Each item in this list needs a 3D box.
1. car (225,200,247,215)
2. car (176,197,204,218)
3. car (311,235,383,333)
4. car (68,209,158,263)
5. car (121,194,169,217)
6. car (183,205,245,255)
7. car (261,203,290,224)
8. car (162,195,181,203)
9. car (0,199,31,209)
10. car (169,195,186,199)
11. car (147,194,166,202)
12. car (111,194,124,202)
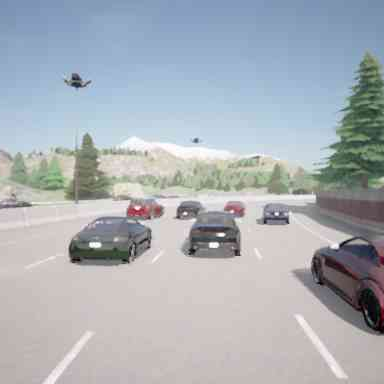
[{"bbox_3d":[3.988,1.498,30.694,1.812,1.442,4.674,0,0,13],"label":"car"},{"bbox_3d":[-0.023,1.469,28.894,1.837,1.490,4.892,0,0,12],"label":"car"},{"bbox_3d":[3.922,1.566,6.761,1.994,1.385,4.181,0,0,3],"label":"car"},{"bbox_3d":[-2.697,1.542,11.903,1.994,1.385,4.181,0,0,5],"label":"car"},{"bbox_3d":[-3.810,1.307,27.840,2.097,1.767,4.553,0,0,11],"label":"car"},{"bbox_3d":[0.951,1.490,13.294,1.837,1.490,4.892,0,0,6],"label":"car"},{"bbox_3d":[6.265,1.533,25.049,2.033,1.411,5.357,0,0,12],"label":"car"},{"bbox_3d":[-4.251,1.426,69.165,1.812,1.442,4.674,0,0,26],"label":"car"},{"bbox_3d":[-14.960,1.528,26.697,1.895,1.301,4.718,0,0,11],"label":"car"},{"bbox_3d":[-2.074,1.511,65.662,1.895,1.301,4.718,0,0,26],"label":"car"},{"bbox_3d":[-7.475,1.246,70.536,2.097,1.767,4.553,0,0,26],"label":"car"},{"bbox_3d":[-13.829,1.236,65.312,2.097,1.767,4.553,0,0,24],"label":"car"}]
